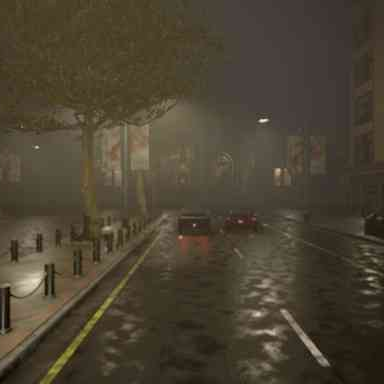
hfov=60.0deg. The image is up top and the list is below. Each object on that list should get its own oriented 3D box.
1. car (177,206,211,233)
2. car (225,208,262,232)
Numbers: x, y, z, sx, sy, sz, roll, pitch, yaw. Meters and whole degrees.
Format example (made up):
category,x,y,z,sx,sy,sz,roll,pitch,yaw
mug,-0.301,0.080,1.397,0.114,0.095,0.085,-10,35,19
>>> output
category,x,y,z,sx,sy,sz,roll,pitch,yaw
car,0.103,1.599,20.332,2.128,1.511,4.902,0,0,-1
car,3.275,1.676,20.980,1.994,1.385,4.181,0,0,15
